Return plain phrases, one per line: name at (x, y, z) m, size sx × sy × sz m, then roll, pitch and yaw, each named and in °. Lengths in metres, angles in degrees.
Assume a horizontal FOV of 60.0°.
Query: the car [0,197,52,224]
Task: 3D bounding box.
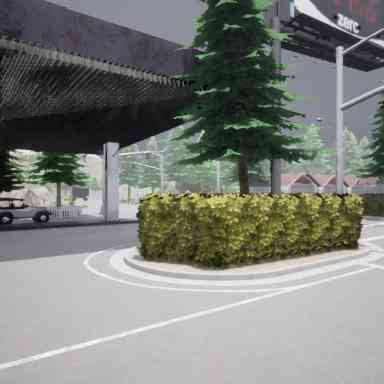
car at (-12.063, 1.313, 23.418) m, size 3.866 × 1.878 × 1.905 m, roll 0°, pitch 0°, yaw -36°
